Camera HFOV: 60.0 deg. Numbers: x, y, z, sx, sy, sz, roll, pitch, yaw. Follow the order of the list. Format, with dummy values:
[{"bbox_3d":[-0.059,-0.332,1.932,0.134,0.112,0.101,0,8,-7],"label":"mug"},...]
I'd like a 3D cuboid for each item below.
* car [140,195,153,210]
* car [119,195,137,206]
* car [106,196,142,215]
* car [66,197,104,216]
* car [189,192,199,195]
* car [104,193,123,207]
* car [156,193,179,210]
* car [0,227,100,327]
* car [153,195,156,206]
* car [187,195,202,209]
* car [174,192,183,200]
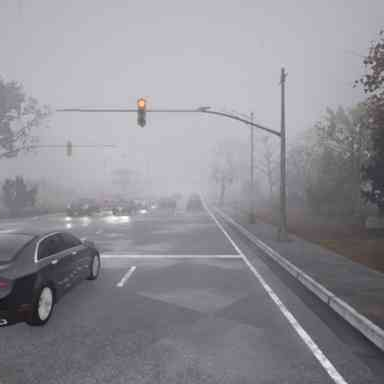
[{"bbox_3d":[-6.849,1.349,43.825,2.097,1.767,4.553,0,0,0],"label":"car"},{"bbox_3d":[-10.278,1.395,54.114,1.882,1.535,5.008,0,1,1],"label":"car"},{"bbox_3d":[-6.918,1.490,34.424,2.128,1.511,4.902,0,0,0],"label":"car"},{"bbox_3d":[-10.431,1.349,32.217,2.097,1.767,4.553,0,0,0],"label":"car"},{"bbox_3d":[0.505,0.707,69.308,1.882,1.535,5.008,0,3,0],"label":"car"},{"bbox_3d":[-10.348,1.218,43.234,2.150,2.045,5.566,0,0,3],"label":"car"},{"bbox_3d":[-3.159,1.349,43.933,2.097,1.767,4.553,0,0,0],"label":"car"},{"bbox_3d":[-3.377,1.504,7.034,1.837,1.490,4.892,0,0,0],"label":"car"},{"bbox_3d":[-6.778,1.278,53.749,2.097,1.767,4.553,0,1,1],"label":"car"},{"bbox_3d":[0.345,1.488,44.483,2.128,1.511,4.902,0,0,0],"label":"car"},{"bbox_3d":[-2.996,0.718,69.119,1.882,1.535,5.008,0,3,0],"label":"car"}]
